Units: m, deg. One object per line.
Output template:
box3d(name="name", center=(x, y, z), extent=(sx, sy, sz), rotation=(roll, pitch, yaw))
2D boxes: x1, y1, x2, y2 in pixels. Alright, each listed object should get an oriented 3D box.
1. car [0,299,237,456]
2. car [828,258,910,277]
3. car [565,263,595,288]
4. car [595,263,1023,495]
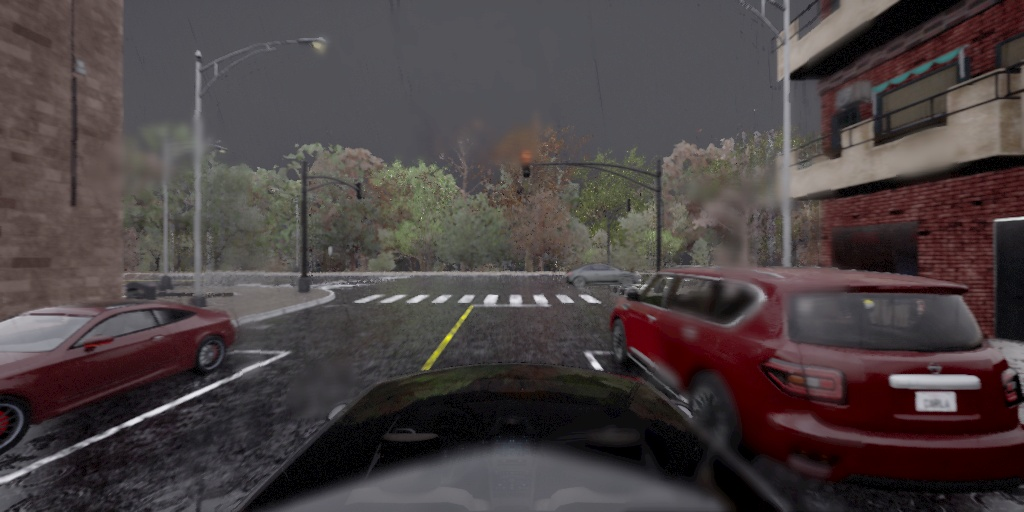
box3d(name="car", center=(-5.818, 1.301, 4.838), extent=(1.802, 1.307, 4.207), rotation=(0, 0, 0))
box3d(name="car", center=(30.058, 0.962, 30.306), extent=(5.008, 1.535, 1.882), rotation=(0, 0, 1))
box3d(name="car", center=(5.182, 1.114, 20.918), extent=(4.181, 1.385, 1.994), rotation=(-1, 0, 1))
box3d(name="car", center=(2.830, 1.033, 4.801), extent=(2.192, 1.841, 5.009), rotation=(0, 0, 0))
